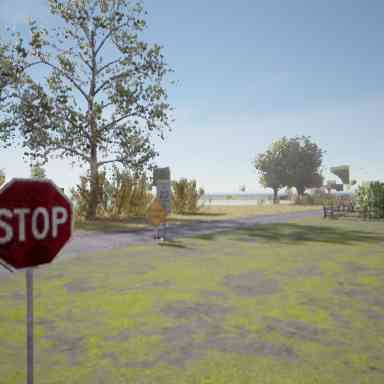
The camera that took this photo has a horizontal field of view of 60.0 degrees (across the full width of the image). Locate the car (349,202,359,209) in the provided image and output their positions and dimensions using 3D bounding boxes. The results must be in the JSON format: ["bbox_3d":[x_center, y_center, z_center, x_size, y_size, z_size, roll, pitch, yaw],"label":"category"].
[{"bbox_3d":[31.736,2.577,64.756,1.882,1.535,5.008,-1,-2,35],"label":"car"}]

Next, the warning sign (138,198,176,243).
[{"bbox_3d":[-1.561,1.223,14.811,1.300,1.860,1.060,0,0,35],"label":"warning sign"}]
